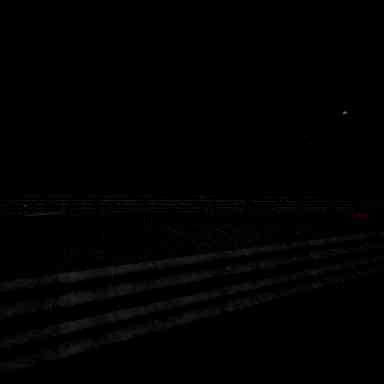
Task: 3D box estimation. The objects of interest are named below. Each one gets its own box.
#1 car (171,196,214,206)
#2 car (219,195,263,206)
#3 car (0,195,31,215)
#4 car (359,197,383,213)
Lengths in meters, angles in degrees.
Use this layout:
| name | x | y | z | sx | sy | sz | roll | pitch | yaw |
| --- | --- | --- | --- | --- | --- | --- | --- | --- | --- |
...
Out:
| name | x | y | z | sx | sy | sz | roll | pitch | yaw |
| --- | --- | --- | --- | --- | --- | --- | --- | --- | --- |
| car | 0.062 | 1.120 | 31.858 | 4.181 | 1.385 | 1.994 | 0 | 0 | -10 |
| car | 5.349 | 1.076 | 36.359 | 4.892 | 1.490 | 1.837 | 0 | 0 | -10 |
| car | -15.051 | 0.952 | 25.588 | 4.892 | 1.490 | 1.837 | 0 | 0 | -10 |
| car | 18.401 | 1.220 | 31.594 | 4.902 | 1.511 | 2.128 | 0 | 0 | -10 |
